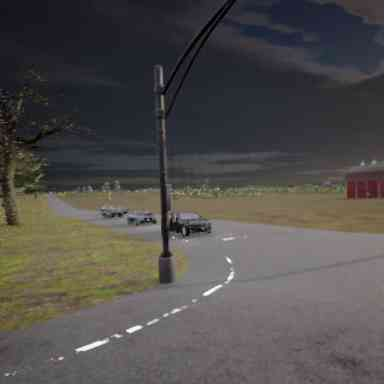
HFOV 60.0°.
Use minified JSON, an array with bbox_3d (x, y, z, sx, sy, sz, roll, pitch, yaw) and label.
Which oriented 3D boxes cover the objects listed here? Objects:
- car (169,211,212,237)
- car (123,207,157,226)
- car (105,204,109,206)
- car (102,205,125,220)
[{"bbox_3d":[-0.417,2.058,22.882,1.882,1.535,5.008,-3,0,-26],"label":"car"},{"bbox_3d":[-4.833,2.400,31.829,1.994,1.385,4.181,-3,0,-26],"label":"car"},{"bbox_3d":[-15.107,3.033,60.742,2.097,1.767,4.553,-3,-1,-26],"label":"car"},{"bbox_3d":[-10.261,2.784,42.839,1.895,1.301,4.718,-3,-1,-26],"label":"car"}]
